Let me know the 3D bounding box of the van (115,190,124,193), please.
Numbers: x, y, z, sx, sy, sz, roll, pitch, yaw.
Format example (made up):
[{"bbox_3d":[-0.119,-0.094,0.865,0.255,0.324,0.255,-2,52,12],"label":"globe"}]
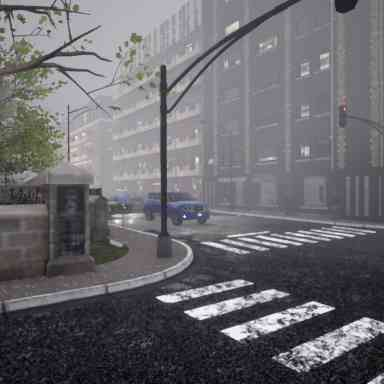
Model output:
[{"bbox_3d":[-8.386,0.655,41.261,1.690,1.788,3.998,1,1,-36],"label":"van"}]

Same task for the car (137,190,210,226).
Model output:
[{"bbox_3d":[-1.179,0.926,21.607,2.150,2.045,5.566,0,1,-36],"label":"car"}]

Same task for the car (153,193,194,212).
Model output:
[{"bbox_3d":[-1.858,0.950,32.353,1.967,1.590,4.097,1,1,-36],"label":"car"}]

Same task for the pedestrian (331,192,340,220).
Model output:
[{"bbox_3d":[9.418,0.902,21.923,0.375,1.860,0.375,1,-1,-36],"label":"pedestrian"}]

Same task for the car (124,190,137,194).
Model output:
[{"bbox_3d":[-5.120,0.727,36.806,2.192,1.841,5.009,1,1,-36],"label":"car"}]

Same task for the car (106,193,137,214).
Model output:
[{"bbox_3d":[-6.840,1.098,29.334,1.994,1.385,4.181,0,1,-36],"label":"car"}]
